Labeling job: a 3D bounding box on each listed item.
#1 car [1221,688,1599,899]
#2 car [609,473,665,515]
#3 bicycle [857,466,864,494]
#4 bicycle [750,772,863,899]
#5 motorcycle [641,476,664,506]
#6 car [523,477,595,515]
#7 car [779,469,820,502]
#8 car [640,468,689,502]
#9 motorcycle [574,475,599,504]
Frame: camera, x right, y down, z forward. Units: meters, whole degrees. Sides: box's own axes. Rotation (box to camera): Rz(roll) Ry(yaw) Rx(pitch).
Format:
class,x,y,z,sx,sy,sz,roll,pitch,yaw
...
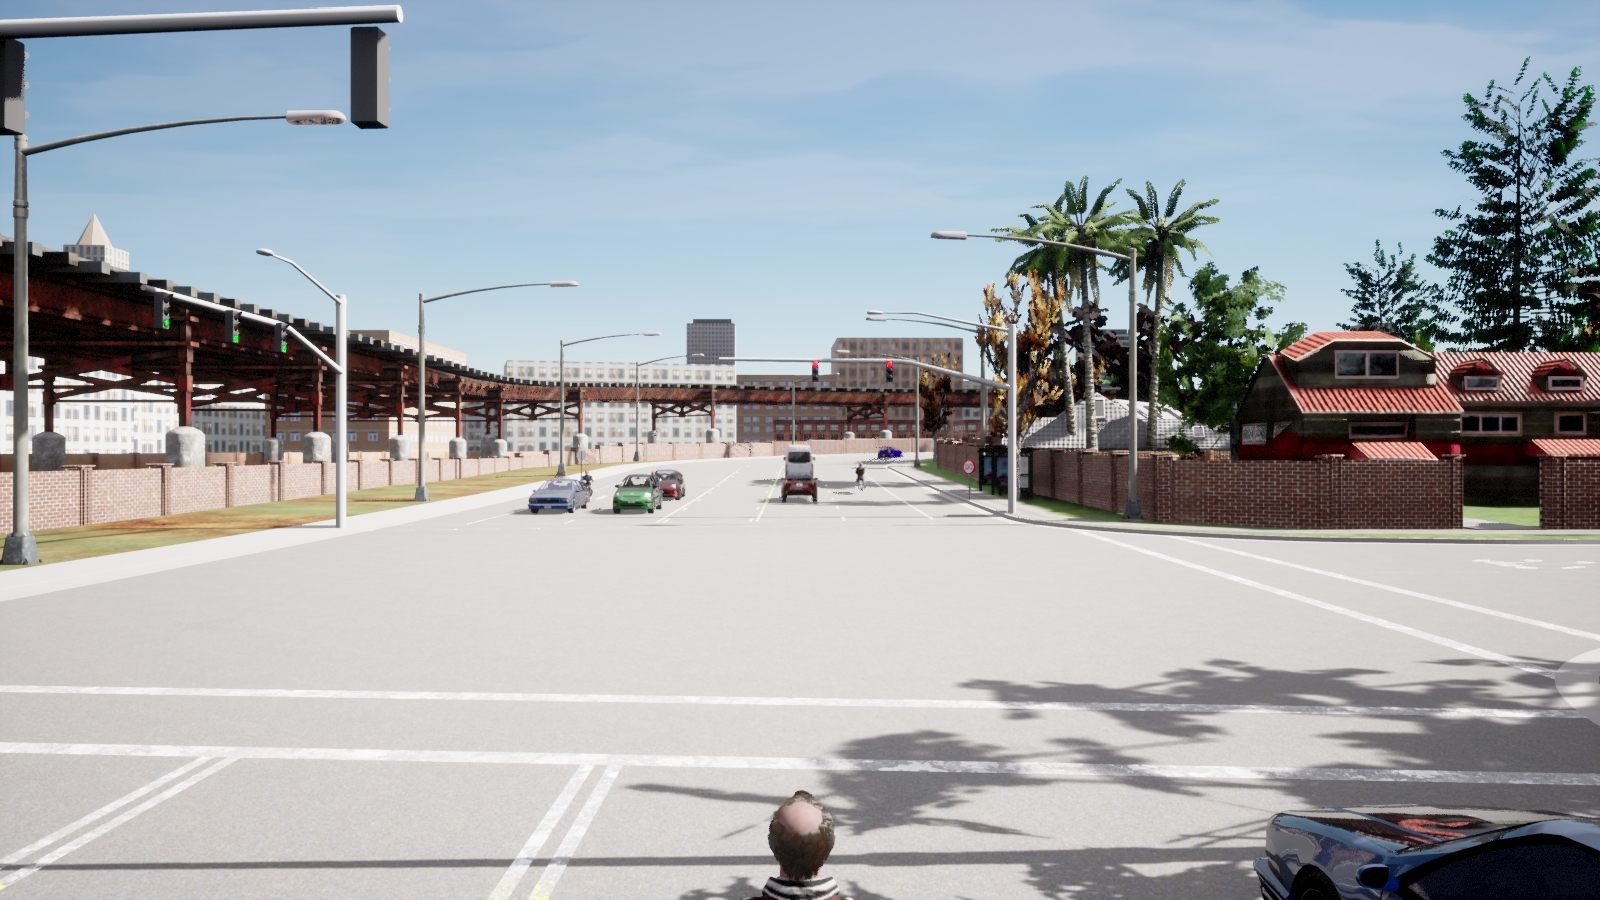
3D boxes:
class,x,y,z,sx,sy,sz,roll,pitch,yaw
car,3.467,2.106,4.038,2.033,1.411,5.357,0,0,1
car,-7.031,1.877,49.699,1.851,1.617,3.988,0,1,0
bicycle,3.476,1.720,65.709,0.329,1.496,1.835,0,1,0
bicycle,0.019,2.048,3.681,0.329,1.496,1.835,0,0,0
motorcycle,-7.053,1.947,54.746,0.856,1.341,1.805,0,1,0
car,-10.533,1.979,50.381,2.033,1.411,5.357,0,1,0
car,-0.034,1.806,59.285,2.007,1.525,4.514,0,1,0
car,-7.040,1.798,59.634,2.007,1.525,4.514,0,1,0
motorcycle,-10.476,1.934,56.002,0.856,1.341,1.805,0,1,1
